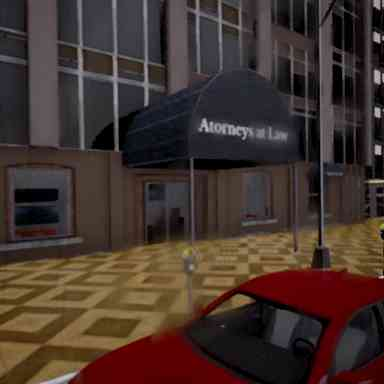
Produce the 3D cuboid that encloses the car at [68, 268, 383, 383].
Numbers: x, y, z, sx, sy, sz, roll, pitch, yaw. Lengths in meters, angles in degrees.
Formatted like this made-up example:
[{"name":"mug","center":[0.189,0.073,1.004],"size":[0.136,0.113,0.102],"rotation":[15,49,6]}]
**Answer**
[{"name":"car","center":[1.053,1.526,3.185],"size":[4.507,1.381,1.887],"rotation":[0,0,-35]}]
